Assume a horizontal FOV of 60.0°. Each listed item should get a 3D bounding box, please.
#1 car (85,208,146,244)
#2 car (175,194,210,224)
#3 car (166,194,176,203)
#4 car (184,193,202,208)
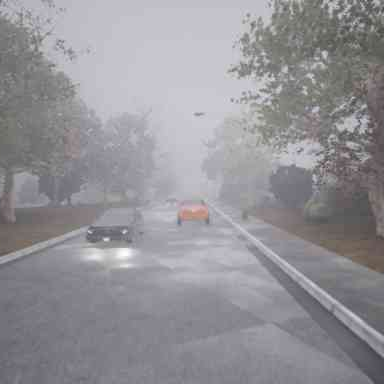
[{"bbox_3d":[-3.351,1.460,15.680,2.033,1.411,5.357,0,0,0],"label":"car"},{"bbox_3d":[0.100,1.196,23.458,2.097,1.767,4.553,0,0,0],"label":"car"},{"bbox_3d":[-3.317,1.094,56.075,2.033,1.411,5.357,0,1,1],"label":"car"},{"bbox_3d":[0.098,1.027,41.981,2.097,1.767,4.553,0,1,0],"label":"car"}]
